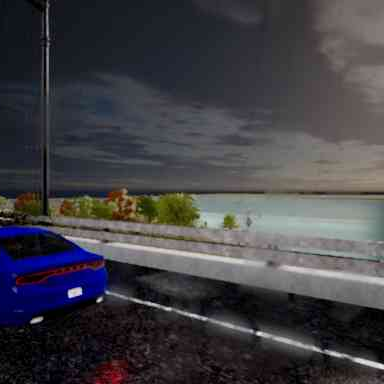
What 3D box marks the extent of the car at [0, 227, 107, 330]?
[{"bbox_3d":[-3.891,1.460,6.809,5.008,1.535,1.882,0,0,36],"label":"car"}]
